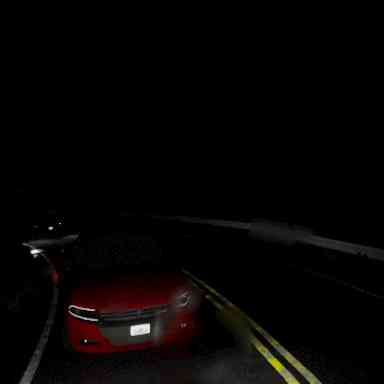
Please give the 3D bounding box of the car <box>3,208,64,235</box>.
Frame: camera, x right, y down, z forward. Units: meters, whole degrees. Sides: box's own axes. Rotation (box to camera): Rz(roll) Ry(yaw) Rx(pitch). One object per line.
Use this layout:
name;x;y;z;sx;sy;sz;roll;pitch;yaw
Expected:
car;-8.974;1.663;18.598;4.892;1.490;1.837;-2;2;43

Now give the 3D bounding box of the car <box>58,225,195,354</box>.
car;-1.478;1.485;6.575;1.882;1.535;5.008;-1;0;-19
